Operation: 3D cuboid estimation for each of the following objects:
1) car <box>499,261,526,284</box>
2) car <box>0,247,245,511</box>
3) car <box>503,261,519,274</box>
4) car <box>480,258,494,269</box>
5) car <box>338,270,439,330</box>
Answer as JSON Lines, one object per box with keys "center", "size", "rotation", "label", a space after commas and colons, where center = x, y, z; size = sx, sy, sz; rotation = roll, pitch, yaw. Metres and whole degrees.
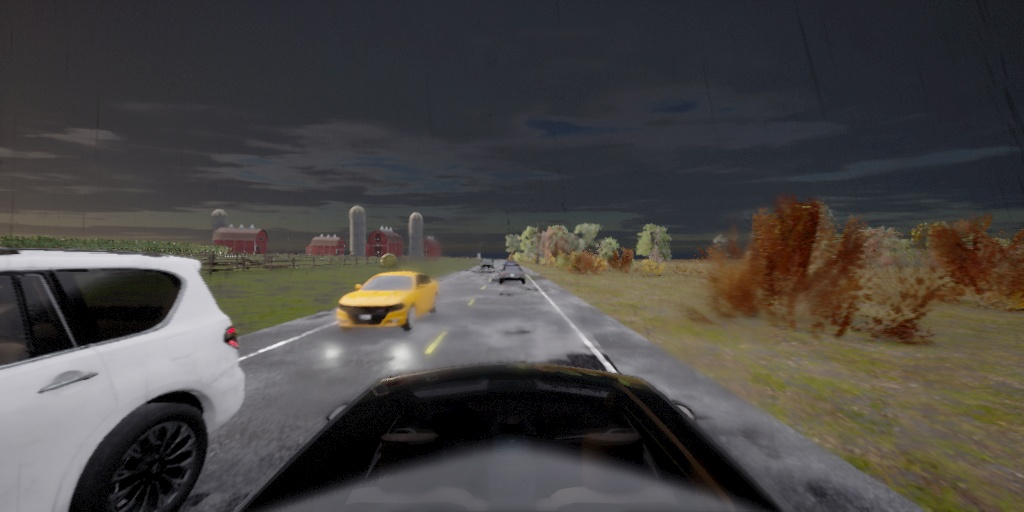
{"center": [0.018, 1.344, 27.751], "size": [1.994, 1.385, 4.181], "rotation": [0, 0, 0], "label": "car"}
{"center": [-3.602, 0.963, 1.065], "size": [2.150, 2.045, 5.566], "rotation": [0, 0, 0], "label": "car"}
{"center": [-0.135, 1.328, 43.302], "size": [1.812, 1.442, 4.674], "rotation": [0, 0, -1], "label": "car"}
{"center": [-3.976, 1.175, 57.571], "size": [2.097, 1.767, 4.553], "rotation": [0, 0, 0], "label": "car"}
{"center": [-3.589, 1.230, 11.276], "size": [1.882, 1.535, 5.008], "rotation": [0, 0, 0], "label": "car"}
